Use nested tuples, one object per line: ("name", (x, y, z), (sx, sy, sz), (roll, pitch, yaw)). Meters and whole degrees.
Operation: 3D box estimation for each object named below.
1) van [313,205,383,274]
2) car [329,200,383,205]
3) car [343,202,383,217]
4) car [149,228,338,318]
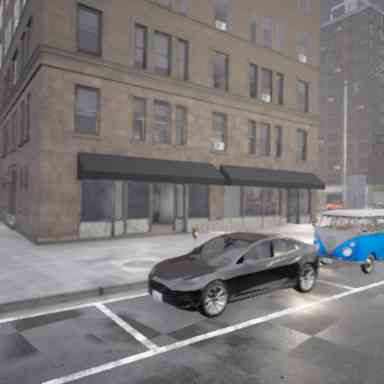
("van", (5.595, 1.458, 10.741), (3.998, 1.788, 1.690), (1, 0, -35))
("car", (14.447, 1.505, 29.991), (2.097, 1.767, 4.553), (1, 0, -35))
("car", (19.218, 1.834, 35.278), (2.033, 1.411, 5.357), (2, -1, -40))
("car", (1.128, 1.623, 7.559), (4.313, 1.339, 1.947), (1, 0, -35))
